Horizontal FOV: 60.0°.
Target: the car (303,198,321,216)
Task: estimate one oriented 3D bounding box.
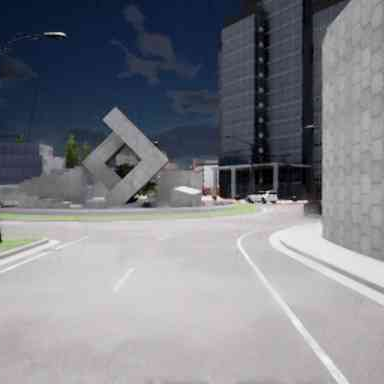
[{"bbox_3d":[11.162,1.291,28.851,1.882,1.535,5.008,1,1,35],"label":"car"}]

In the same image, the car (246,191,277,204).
[{"bbox_3d":[11.050,0.880,52.921,2.150,2.045,5.566,0,0,-32],"label":"car"}]

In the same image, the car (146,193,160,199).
[{"bbox_3d":[-9.798,1.002,81.150,1.812,1.442,4.674,0,0,4],"label":"car"}]
